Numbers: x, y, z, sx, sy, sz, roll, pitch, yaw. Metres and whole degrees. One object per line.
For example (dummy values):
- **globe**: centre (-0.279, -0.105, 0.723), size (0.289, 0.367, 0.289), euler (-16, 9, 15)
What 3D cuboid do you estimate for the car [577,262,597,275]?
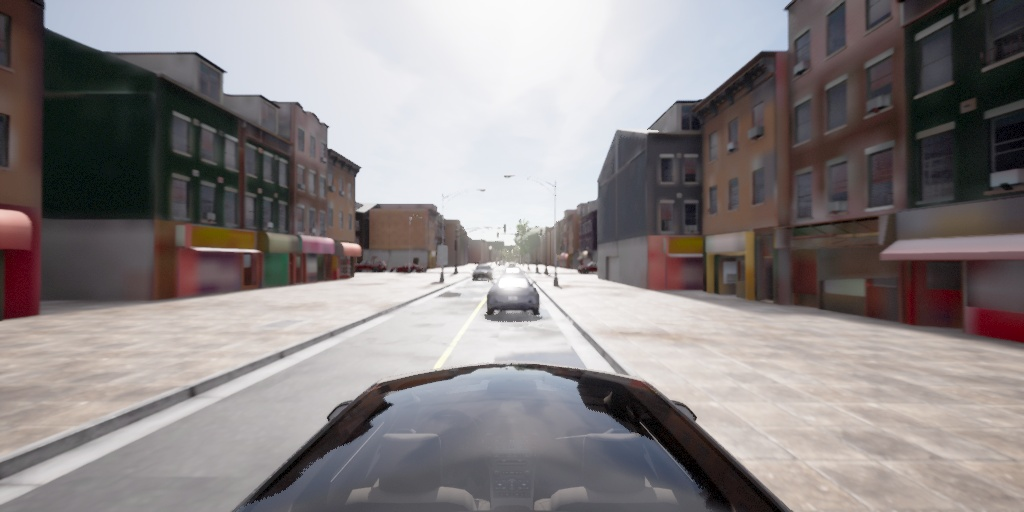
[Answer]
- **car**: centre (11.726, 1.680, 50.219), size (5.009, 1.841, 2.192), euler (0, 0, 0)

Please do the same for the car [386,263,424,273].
- **car**: centre (-14.683, 1.716, 50.186), size (4.507, 1.381, 1.888), euler (0, 0, 0)

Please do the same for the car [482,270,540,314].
- **car**: centre (0.053, 1.445, 14.426), size (1.994, 1.385, 4.181), euler (0, 0, 0)

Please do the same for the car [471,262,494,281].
- **car**: centre (-2.784, 1.606, 35.027), size (1.837, 1.490, 4.892), euler (0, -1, 1)

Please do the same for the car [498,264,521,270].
- **car**: centre (0.058, 1.603, 29.362), size (1.994, 1.385, 4.181), euler (0, -1, 1)

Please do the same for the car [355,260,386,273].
- **car**: centre (-20.116, 1.447, 50.179), size (5.009, 1.841, 2.192), euler (0, 0, 0)
